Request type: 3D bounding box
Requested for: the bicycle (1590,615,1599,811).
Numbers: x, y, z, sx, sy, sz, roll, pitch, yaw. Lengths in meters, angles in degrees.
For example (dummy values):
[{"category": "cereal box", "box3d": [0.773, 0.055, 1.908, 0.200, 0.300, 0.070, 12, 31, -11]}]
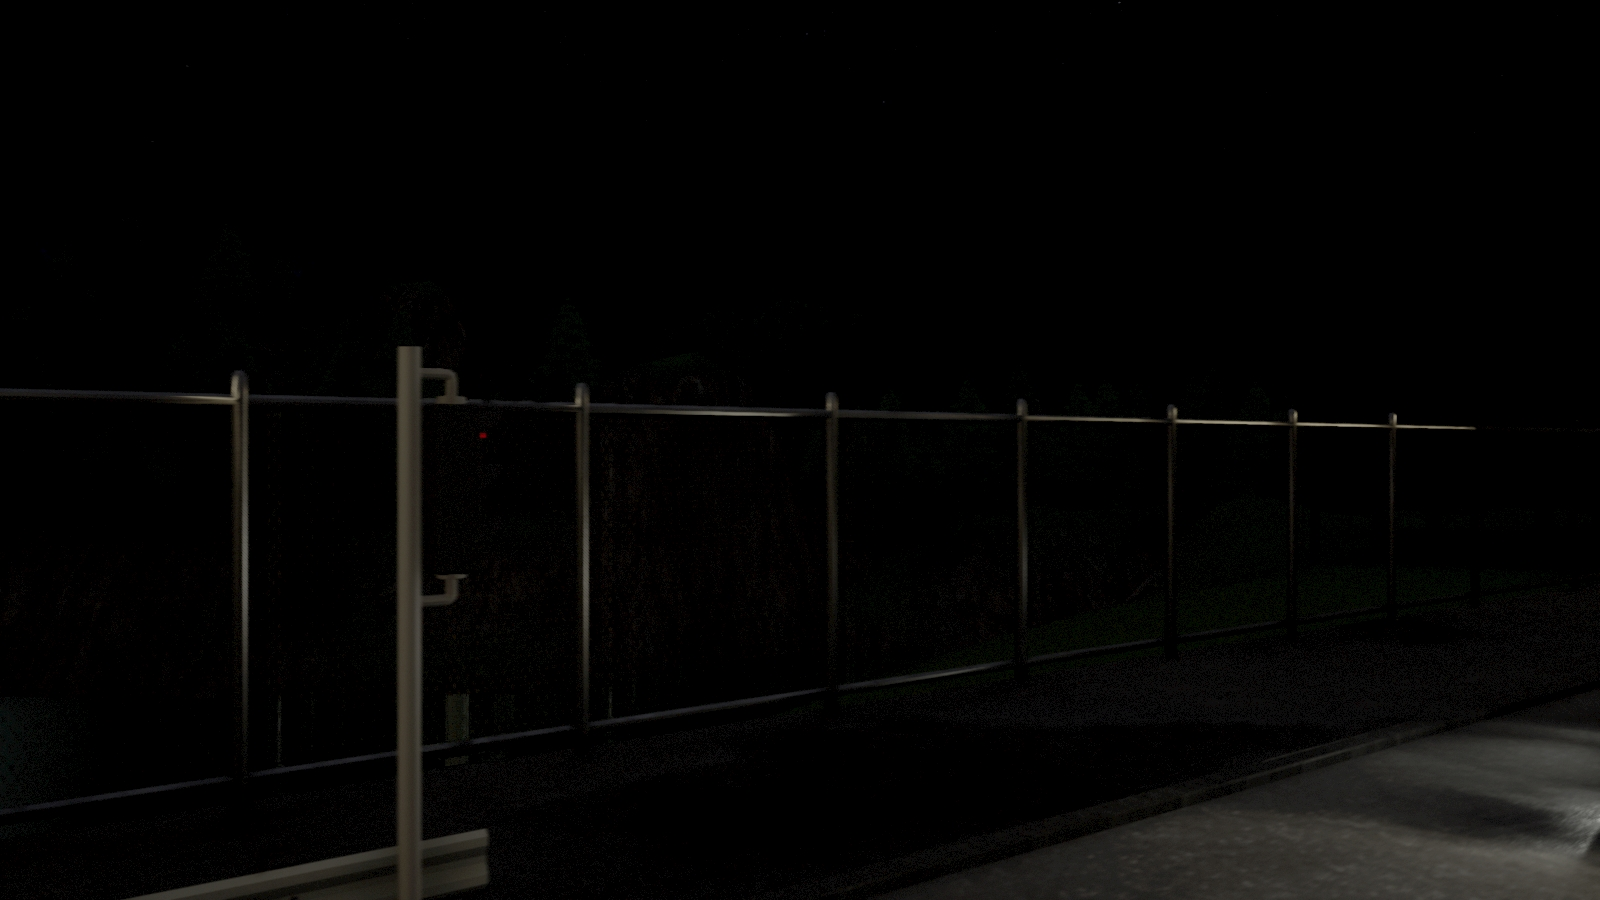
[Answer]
[{"category": "bicycle", "box3d": [6.969, 2.057, 9.266, 1.643, 1.496, 0.373, 0, 0, -35]}]
